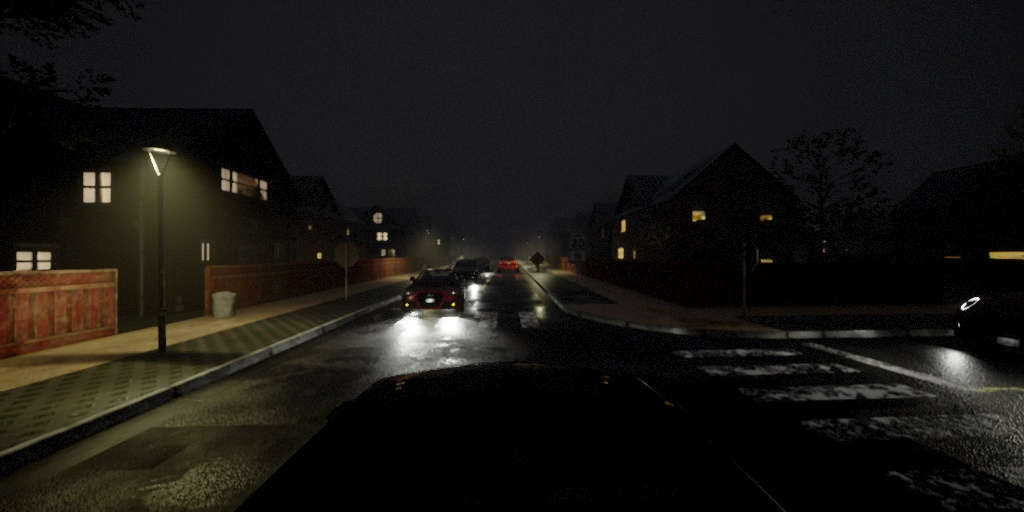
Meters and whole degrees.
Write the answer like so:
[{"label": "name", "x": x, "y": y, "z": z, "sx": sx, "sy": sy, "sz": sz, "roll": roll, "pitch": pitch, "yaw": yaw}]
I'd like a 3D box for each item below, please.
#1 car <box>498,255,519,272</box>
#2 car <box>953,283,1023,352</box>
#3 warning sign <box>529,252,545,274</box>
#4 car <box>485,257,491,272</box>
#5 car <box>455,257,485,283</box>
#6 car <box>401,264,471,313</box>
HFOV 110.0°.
[{"label": "car", "x": -0.356, "y": 0.742, "z": 37.347, "sx": 2.097, "sy": 1.767, "sz": 4.553, "roll": 0, "pitch": 0, "yaw": -1}, {"label": "car", "x": 11.291, "y": 0.961, "z": 6.643, "sx": 4.553, "sy": 1.767, "sz": 2.097, "roll": 0, "pitch": 0, "yaw": -2}, {"label": "warning sign", "x": 2.155, "y": 0.558, "z": 30.348, "sx": 1.300, "sy": 1.860, "sz": 1.060, "roll": 0, "pitch": 0, "yaw": -1}, {"label": "car", "x": -3.306, "y": 0.861, "z": 38.140, "sx": 1.882, "sy": 1.535, "sz": 5.008, "roll": 0, "pitch": 0, "yaw": -1}, {"label": "car", "x": -3.137, "y": 0.997, "z": 24.638, "sx": 1.837, "sy": 1.490, "sz": 4.892, "roll": 0, "pitch": 1, "yaw": -1}, {"label": "car", "x": -2.697, "y": 1.174, "z": 13.121, "sx": 1.994, "sy": 1.385, "sz": 4.181, "roll": 0, "pitch": 1, "yaw": -4}]
